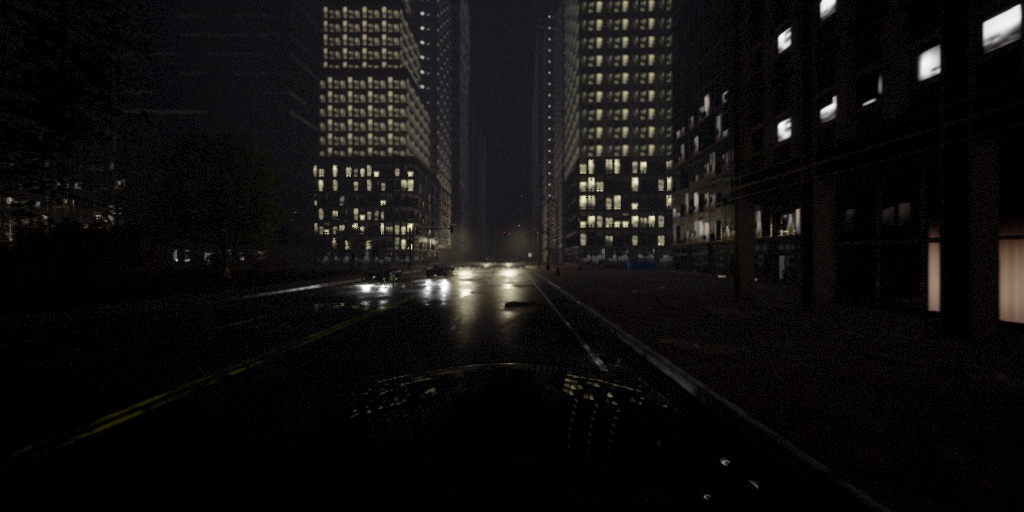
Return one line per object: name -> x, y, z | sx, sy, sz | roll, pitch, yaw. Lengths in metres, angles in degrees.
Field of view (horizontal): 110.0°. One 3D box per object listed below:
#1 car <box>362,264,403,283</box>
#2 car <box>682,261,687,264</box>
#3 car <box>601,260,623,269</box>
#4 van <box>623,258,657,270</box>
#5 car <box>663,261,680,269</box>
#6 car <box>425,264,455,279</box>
car -> -9.836, 1.324, 27.535 | 1.994, 1.385, 4.181 | 0, 0, 0
car -> 26.651, 1.270, 50.606 | 4.097, 1.591, 1.967 | 0, 0, 2
car -> 17.104, 1.357, 58.969 | 4.829, 1.417, 1.751 | 0, 0, 2
van -> 18.373, 1.167, 50.796 | 3.998, 1.789, 1.690 | 0, 0, 2
car -> 26.939, 1.419, 58.481 | 4.207, 1.307, 1.802 | 0, 0, 2
car -> -6.574, 1.367, 33.033 | 1.895, 1.301, 4.718 | 0, 0, 0
